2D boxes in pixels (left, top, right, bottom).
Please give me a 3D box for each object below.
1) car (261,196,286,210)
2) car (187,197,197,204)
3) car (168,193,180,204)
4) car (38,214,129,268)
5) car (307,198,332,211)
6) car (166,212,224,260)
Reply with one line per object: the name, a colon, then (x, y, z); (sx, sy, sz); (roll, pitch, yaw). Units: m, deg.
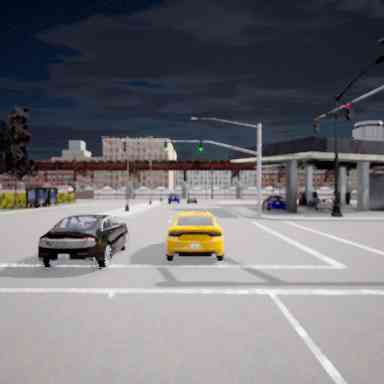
car: (9.709, 1.318, 39.752); (2.242, 1.667, 4.611); (0, 0, 0)
car: (-0.002, 1.602, 64.427); (1.994, 1.385, 4.181); (0, 0, 0)
car: (-3.502, 1.260, 65.026); (2.150, 2.045, 5.566); (0, 0, 0)
car: (-3.402, 1.499, 11.247); (2.128, 1.511, 4.902); (0, 0, 0)
car: (15.454, 1.479, 40.514); (1.970, 1.475, 3.806); (0, 0, 0)
car: (0.098, 1.485, 12.574); (1.882, 1.535, 5.008); (0, 0, 0)
